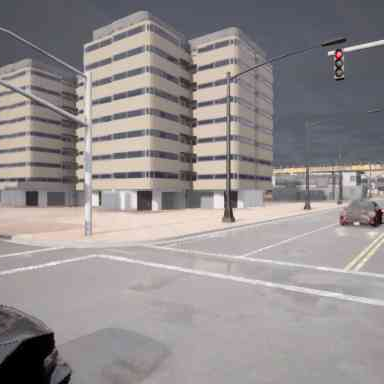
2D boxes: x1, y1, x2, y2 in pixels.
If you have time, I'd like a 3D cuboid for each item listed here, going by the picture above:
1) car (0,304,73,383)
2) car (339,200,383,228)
[{"bbox_3d":[-3.283,1.548,1.500,2.033,1.411,5.357,0,0,35],"label":"car"},{"bbox_3d":[11.322,1.344,22.130,2.097,1.767,4.553,0,0,35],"label":"car"}]
